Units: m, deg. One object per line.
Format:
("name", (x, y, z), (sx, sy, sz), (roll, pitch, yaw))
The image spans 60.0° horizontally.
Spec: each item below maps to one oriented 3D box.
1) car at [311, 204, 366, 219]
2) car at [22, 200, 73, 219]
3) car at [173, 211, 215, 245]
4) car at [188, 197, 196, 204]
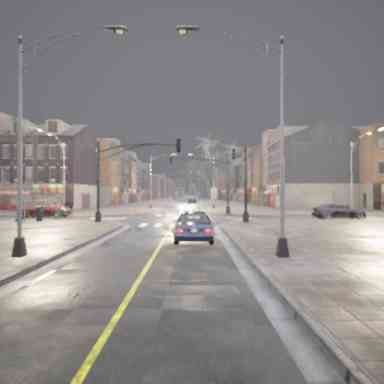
("car", (12.360, 1.651, 28.156), (4.313, 1.339, 1.947), (0, 0, 0))
("car", (-13.462, 1.538, 30.762), (4.553, 1.767, 2.097), (0, 0, -1))
("car", (0.087, 1.623, 16.041), (2.033, 1.411, 5.357), (0, 0, 0))
("car", (0.022, 1.892, 77.141), (1.882, 1.535, 5.008), (0, 0, 0))
